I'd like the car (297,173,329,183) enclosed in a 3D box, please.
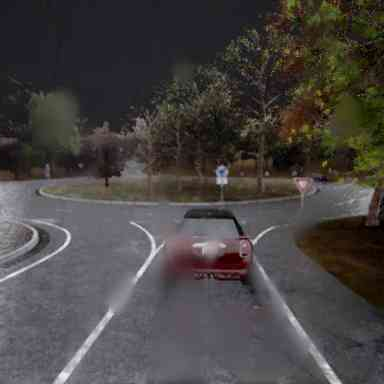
[{"bbox_3d":[17.868,-2.146,49.507,1.895,1.301,4.718,-2,6,-24],"label":"car"}]

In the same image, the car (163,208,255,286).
[{"bbox_3d":[0.504,1.222,9.400,2.097,1.767,4.553,0,2,4],"label":"car"}]
